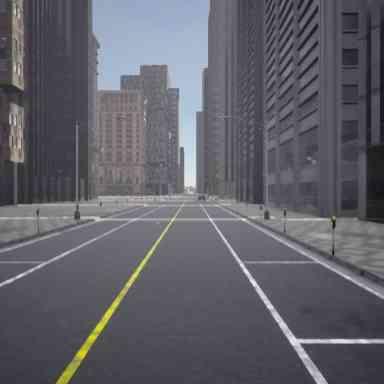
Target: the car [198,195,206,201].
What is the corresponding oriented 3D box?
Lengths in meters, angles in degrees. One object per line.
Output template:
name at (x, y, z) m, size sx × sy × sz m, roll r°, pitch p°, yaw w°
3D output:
car at (2.355, 1.468, 80.159) m, size 1.837 × 1.490 × 4.892 m, roll 0°, pitch 0°, yaw 0°
